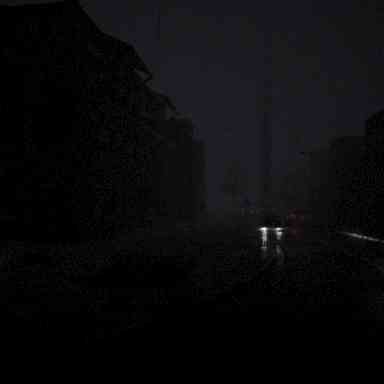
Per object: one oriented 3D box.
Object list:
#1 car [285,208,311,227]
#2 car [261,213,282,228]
[{"bbox_3d":[12.209,2.898,38.545,2.150,2.045,5.566,0,-2,8],"label":"car"},{"bbox_3d":[8.764,3.107,37.047,1.837,1.490,4.892,0,-2,8],"label":"car"}]
